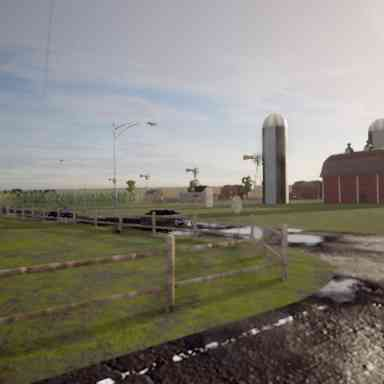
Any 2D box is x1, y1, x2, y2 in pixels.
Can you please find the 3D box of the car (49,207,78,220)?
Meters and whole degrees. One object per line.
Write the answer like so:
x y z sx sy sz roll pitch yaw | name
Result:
-14.382 2.369 37.281 1.994 1.385 4.181 -1 0 -42 | car

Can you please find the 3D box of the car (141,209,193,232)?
-1.833 1.954 24.011 1.812 1.442 4.674 -1 0 -44 | car
